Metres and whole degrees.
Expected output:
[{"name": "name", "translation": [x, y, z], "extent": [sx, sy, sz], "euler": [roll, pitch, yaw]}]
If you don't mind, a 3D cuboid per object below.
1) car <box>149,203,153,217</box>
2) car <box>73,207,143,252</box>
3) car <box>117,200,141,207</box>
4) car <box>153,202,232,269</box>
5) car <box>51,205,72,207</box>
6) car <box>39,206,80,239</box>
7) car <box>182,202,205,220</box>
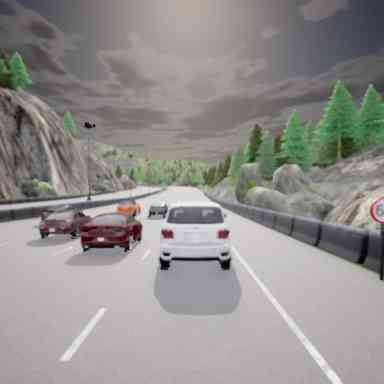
[{"name": "car", "translation": [-3.406, 1.824, 34.956], "extent": [2.128, 1.511, 4.902], "euler": [0, 0, 0]}, {"name": "car", "translation": [-3.402, 1.650, 14.884], "extent": [1.882, 1.535, 5.008], "euler": [0, -1, 0]}, {"name": "car", "translation": [-6.906, 1.691, 36.645], "extent": [2.097, 1.767, 4.553], "euler": [0, 0, 0]}, {"name": "car", "translation": [0.099, 1.358, 11.788], "extent": [2.150, 2.045, 5.566], "euler": [0, -1, 0]}, {"name": "car", "translation": [-10.404, 1.779, 27.024], "extent": [2.128, 1.511, 4.902], "euler": [0, 0, 0]}, {"name": "car", "translation": [-6.903, 1.739, 18.751], "extent": [1.812, 1.442, 4.674], "euler": [0, -1, 0]}, {"name": "car", "translation": [0.094, 1.817, 33.228], "extent": [2.128, 1.511, 4.902], "euler": [0, 0, 0]}]
